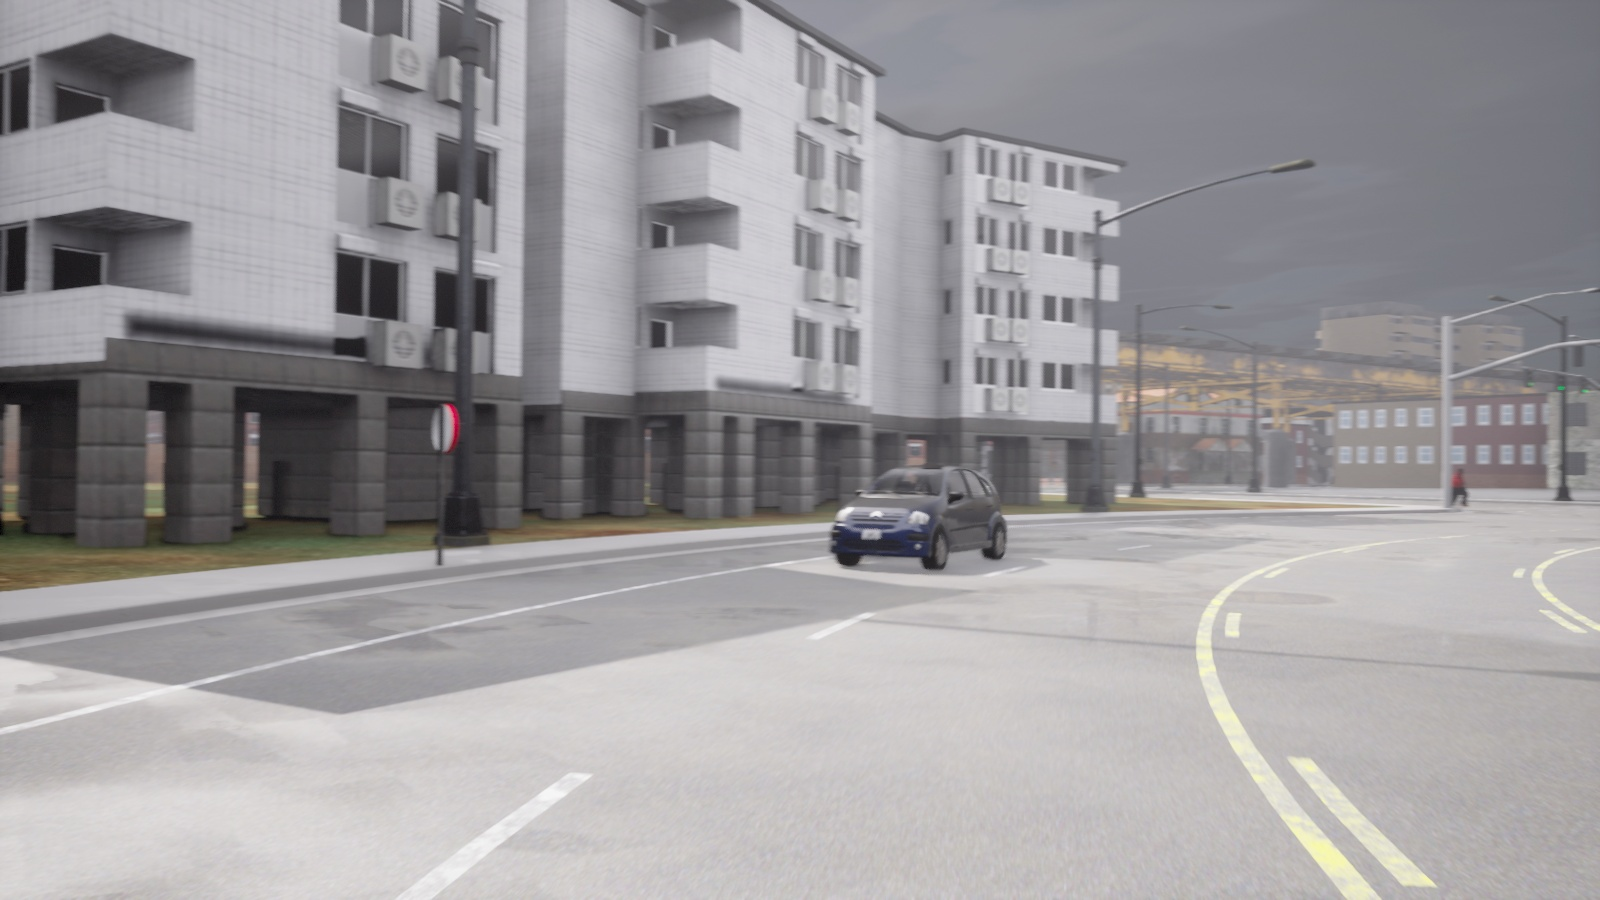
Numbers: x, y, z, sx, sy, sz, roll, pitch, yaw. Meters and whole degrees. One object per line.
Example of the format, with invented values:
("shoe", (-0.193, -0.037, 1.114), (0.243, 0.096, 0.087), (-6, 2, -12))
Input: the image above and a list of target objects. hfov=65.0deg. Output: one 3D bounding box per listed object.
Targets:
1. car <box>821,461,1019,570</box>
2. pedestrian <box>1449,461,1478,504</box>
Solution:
("car", (2.081, 0.998, 20.734), (1.851, 1.617, 3.988), (0, -1, 28))
("pedestrian", (28.597, 1.392, 54.111), (0.634, 1.844, 0.899), (1, -1, -36))
